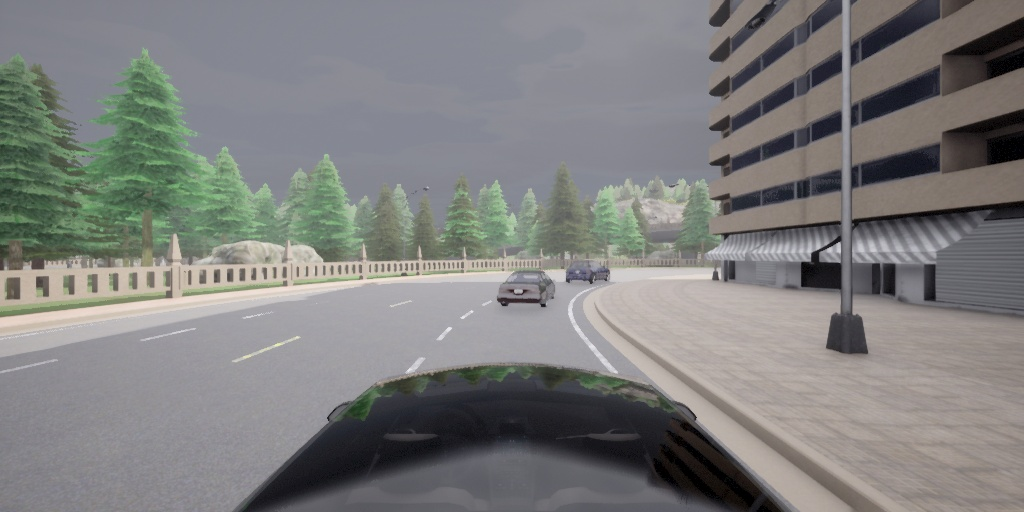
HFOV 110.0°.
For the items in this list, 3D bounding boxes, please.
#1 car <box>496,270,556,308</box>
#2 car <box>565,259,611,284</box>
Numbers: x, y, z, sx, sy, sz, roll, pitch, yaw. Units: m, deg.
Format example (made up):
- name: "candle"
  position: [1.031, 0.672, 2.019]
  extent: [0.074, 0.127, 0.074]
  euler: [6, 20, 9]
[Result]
- name: "car"
  position: [0.758, 1.313, 15.328]
  extent: [2.033, 1.411, 5.357]
  euler: [0, 0, 12]
- name: "car"
  position: [5.836, 1.116, 27.143]
  extent: [2.097, 1.767, 4.553]
  euler: [0, 0, 34]
